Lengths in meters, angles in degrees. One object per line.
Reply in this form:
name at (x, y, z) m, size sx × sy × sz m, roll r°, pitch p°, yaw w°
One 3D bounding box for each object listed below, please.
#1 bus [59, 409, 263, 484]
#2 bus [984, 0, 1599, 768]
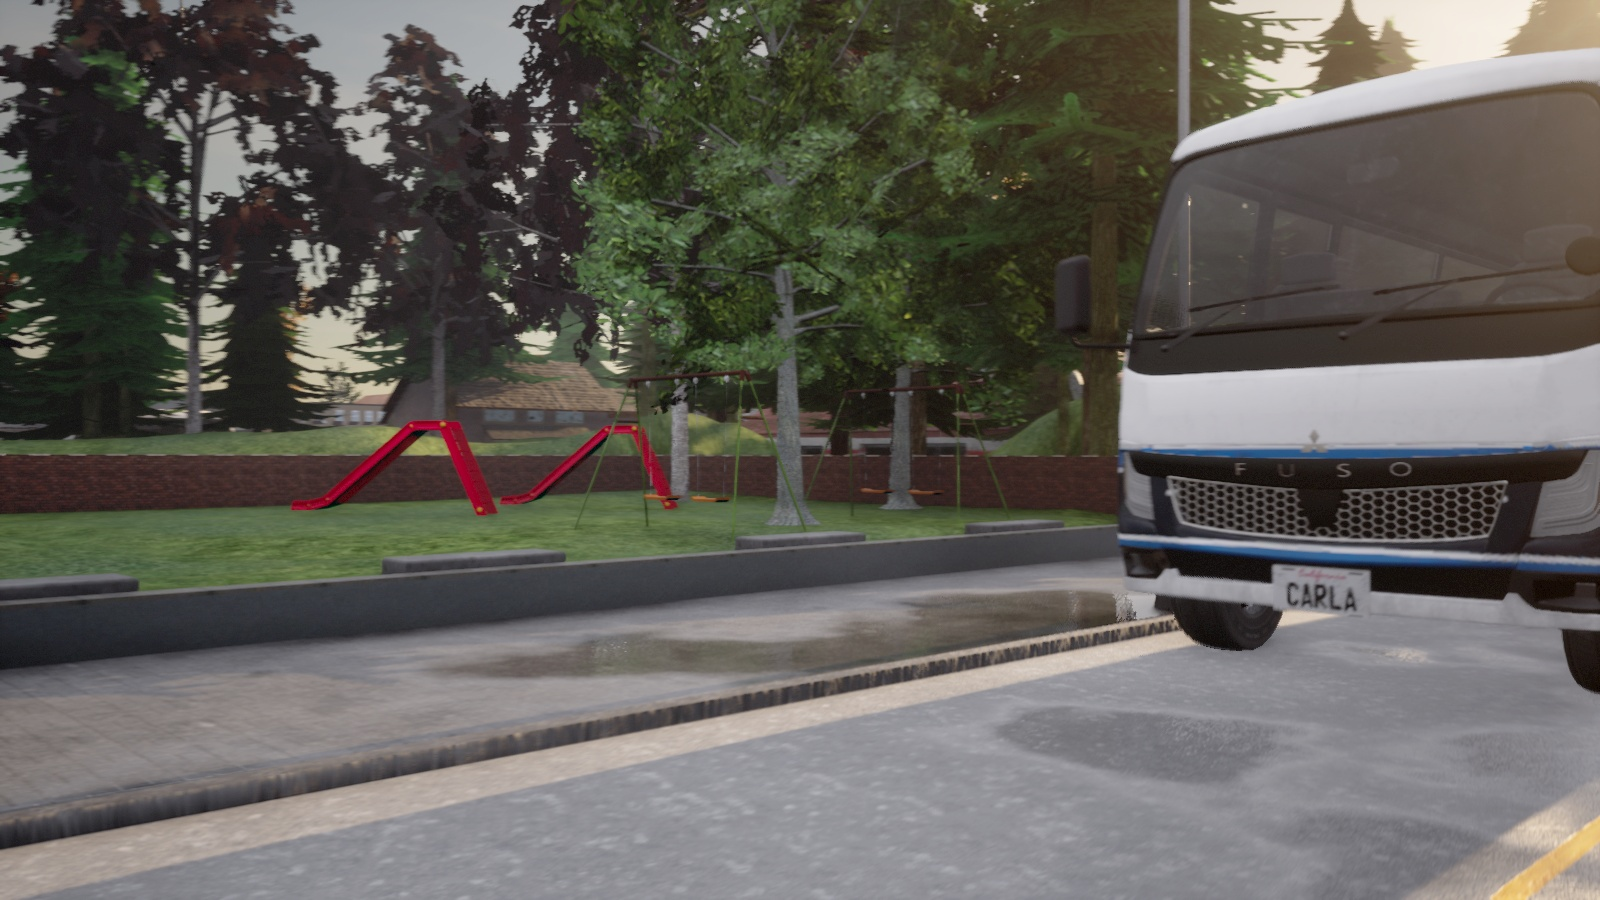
bus at (-38.490, -0.191, 76.017) m, size 3.944 × 4.253 × 10.273 m, roll 0°, pitch 0°, yaw 44°
bus at (6.344, -0.603, 10.750) m, size 10.273 × 4.253 × 3.944 m, roll 0°, pitch 0°, yaw -44°
